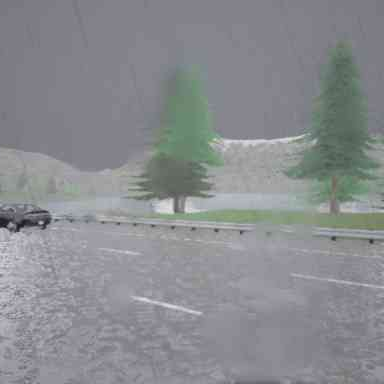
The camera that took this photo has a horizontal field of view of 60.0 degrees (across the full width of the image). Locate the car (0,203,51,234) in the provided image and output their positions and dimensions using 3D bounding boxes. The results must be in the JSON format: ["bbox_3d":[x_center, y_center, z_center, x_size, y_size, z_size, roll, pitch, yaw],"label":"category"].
[{"bbox_3d":[-10.021,1.388,18.532,4.902,1.511,2.128,0,0,29],"label":"car"}]
